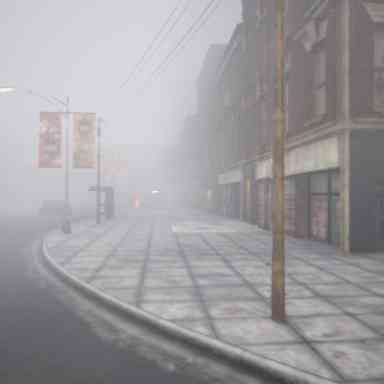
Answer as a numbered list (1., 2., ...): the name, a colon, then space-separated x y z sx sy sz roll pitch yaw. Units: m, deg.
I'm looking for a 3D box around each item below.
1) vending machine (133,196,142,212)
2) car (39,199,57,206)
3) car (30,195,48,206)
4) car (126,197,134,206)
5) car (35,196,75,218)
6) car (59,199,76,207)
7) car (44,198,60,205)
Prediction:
1. vending machine: -7.308 1.541 44.505 1.100 2.100 0.880 0 0 -5
2. car: -27.010 1.951 62.493 1.994 1.385 4.181 0 0 -5
3. car: -30.494 1.646 66.901 2.435 2.045 5.566 0 0 -6
4. car: -15.661 2.146 87.028 2.231 1.521 4.892 0 0 4
5. car: -13.510 1.569 33.148 2.097 1.767 4.553 0 0 -6
6. car: -23.535 1.974 62.895 1.994 1.385 4.181 0 0 -5
7. car: -31.246 2.071 74.256 1.895 1.301 4.718 0 0 -6
